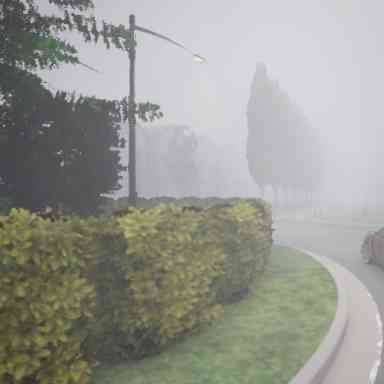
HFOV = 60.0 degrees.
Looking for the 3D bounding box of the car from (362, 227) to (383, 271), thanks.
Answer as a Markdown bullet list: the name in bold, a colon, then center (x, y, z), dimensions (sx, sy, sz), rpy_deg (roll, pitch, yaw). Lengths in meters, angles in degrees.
- **car**: center (5.927, 1.509, 8.710), dimensions (1.882, 1.535, 5.008), rpy_deg (0, 0, 17)
